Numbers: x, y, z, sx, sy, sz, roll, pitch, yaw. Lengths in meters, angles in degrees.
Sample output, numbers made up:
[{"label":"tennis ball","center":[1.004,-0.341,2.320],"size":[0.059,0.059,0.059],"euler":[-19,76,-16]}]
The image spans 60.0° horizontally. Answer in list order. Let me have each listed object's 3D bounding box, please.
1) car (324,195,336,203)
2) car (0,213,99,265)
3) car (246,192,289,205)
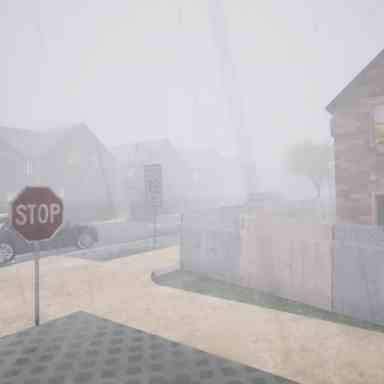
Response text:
[{"label":"car","center":[19.306,1.136,45.694],"size":[1.882,1.535,5.008],"euler":[-2,-1,36]},{"label":"car","center":[-5.577,1.455,11.665],"size":[1.837,1.490,4.892],"euler":[-2,-1,36]},{"label":"car","center":[6.535,1.006,28.245],"size":[2.150,2.045,5.566],"euler":[-2,-1,36]}]
